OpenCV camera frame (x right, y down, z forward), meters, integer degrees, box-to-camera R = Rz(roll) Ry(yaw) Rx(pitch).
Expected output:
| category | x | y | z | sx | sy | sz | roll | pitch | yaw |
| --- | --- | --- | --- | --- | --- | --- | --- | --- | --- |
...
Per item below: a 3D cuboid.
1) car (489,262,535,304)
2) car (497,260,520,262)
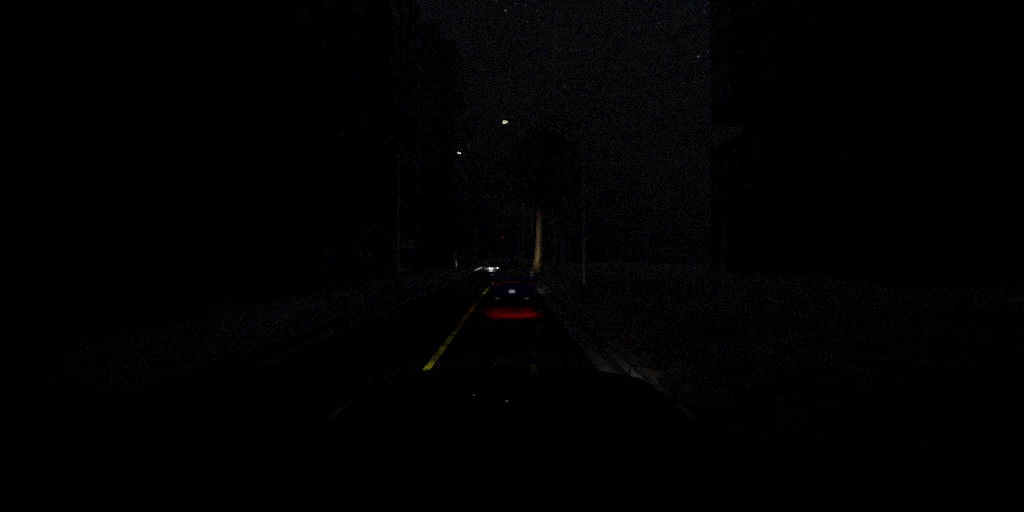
| category | x | y | z | sx | sy | sz | roll | pitch | yaw |
| --- | --- | --- | --- | --- | --- | --- | --- | --- | --- |
| car | 0.000 | 1.234 | 16.500 | 1.882 | 1.535 | 5.008 | 0 | 0 | 0 |
| car | 0.000 | 1.117 | 31.470 | 2.097 | 1.767 | 4.553 | 0 | 0 | 0 |
